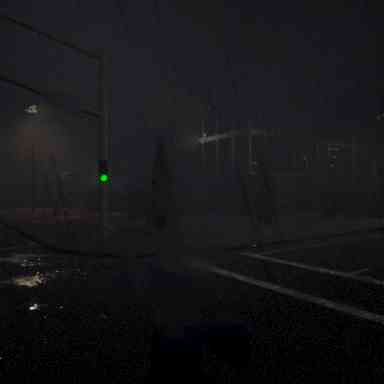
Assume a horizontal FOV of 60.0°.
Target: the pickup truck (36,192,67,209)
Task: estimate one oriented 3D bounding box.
[{"bbox_3d":[-18.476,1.053,44.123,2.390,2.098,6.274,0,0,-6],"label":"pickup truck"}]
